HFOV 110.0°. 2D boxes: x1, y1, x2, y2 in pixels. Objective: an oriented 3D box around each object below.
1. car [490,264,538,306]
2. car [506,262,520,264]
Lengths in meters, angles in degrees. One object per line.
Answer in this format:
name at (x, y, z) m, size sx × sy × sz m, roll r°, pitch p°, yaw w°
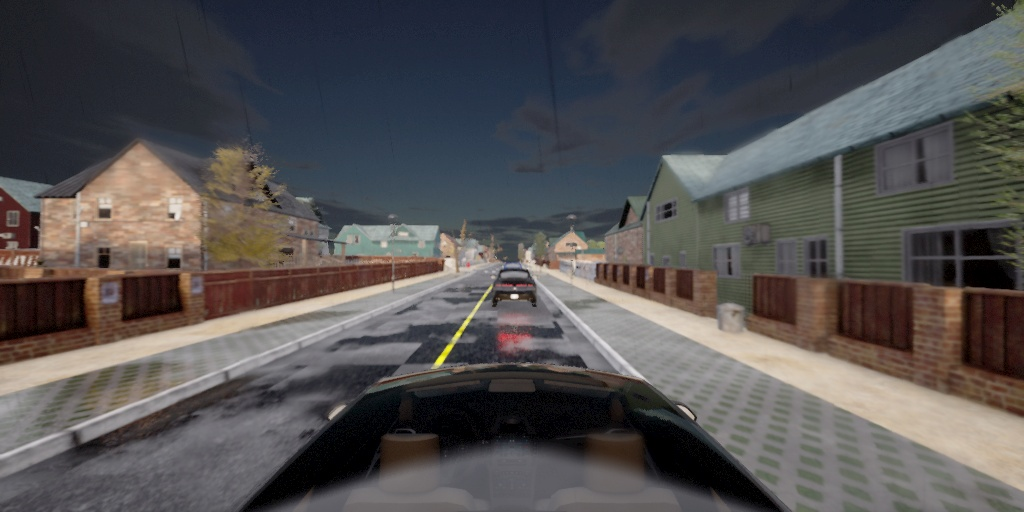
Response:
car at (0.096, 1.285, 15.996) m, size 1.837 × 1.490 × 4.892 m, roll 0°, pitch 0°, yaw 0°
car at (0.091, 1.307, 32.316) m, size 1.882 × 1.535 × 5.008 m, roll 0°, pitch 0°, yaw 0°
